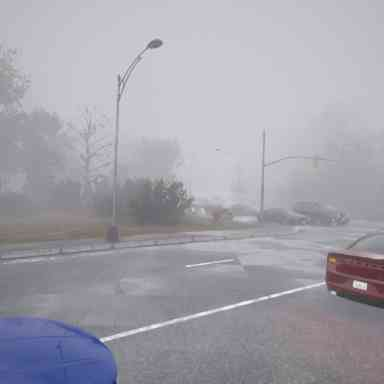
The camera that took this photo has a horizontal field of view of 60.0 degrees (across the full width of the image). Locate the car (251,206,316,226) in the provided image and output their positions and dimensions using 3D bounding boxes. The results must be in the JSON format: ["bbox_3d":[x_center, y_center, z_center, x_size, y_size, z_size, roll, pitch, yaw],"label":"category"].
[{"bbox_3d":[7.932,2.122,29.378,2.033,1.411,5.357,3,-1,-26],"label":"car"}]

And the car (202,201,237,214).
[{"bbox_3d":[3.171,2.117,40.307,1.895,1.301,4.718,3,0,-20],"label":"car"}]

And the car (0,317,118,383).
[{"bbox_3d":[-2.839,1.478,1.717,5.008,1.535,1.882,0,0,-36],"label":"car"}]

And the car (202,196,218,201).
[{"bbox_3d":[2.200,1.781,55.394,1.837,1.490,4.892,2,1,-13],"label":"car"}]

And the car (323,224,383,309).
[{"bbox_3d":[5.016,1.556,7.364,5.008,1.535,1.882,1,-1,-35],"label":"car"}]

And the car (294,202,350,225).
[{"bbox_3d":[11.439,1.944,30.190,2.150,2.045,5.566,3,-2,-26],"label":"car"}]

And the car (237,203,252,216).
[{"bbox_3d":[6.443,2.169,41.557,1.837,1.490,4.892,3,0,-20],"label":"car"}]

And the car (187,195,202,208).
[{"bbox_3d":[-0.618,1.770,52.088,2.033,1.411,5.357,2,1,-15],"label":"car"}]

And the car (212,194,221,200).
[{"bbox_3d":[5.870,1.112,79.193,2.033,1.411,5.357,2,2,-1],"label":"car"}]
